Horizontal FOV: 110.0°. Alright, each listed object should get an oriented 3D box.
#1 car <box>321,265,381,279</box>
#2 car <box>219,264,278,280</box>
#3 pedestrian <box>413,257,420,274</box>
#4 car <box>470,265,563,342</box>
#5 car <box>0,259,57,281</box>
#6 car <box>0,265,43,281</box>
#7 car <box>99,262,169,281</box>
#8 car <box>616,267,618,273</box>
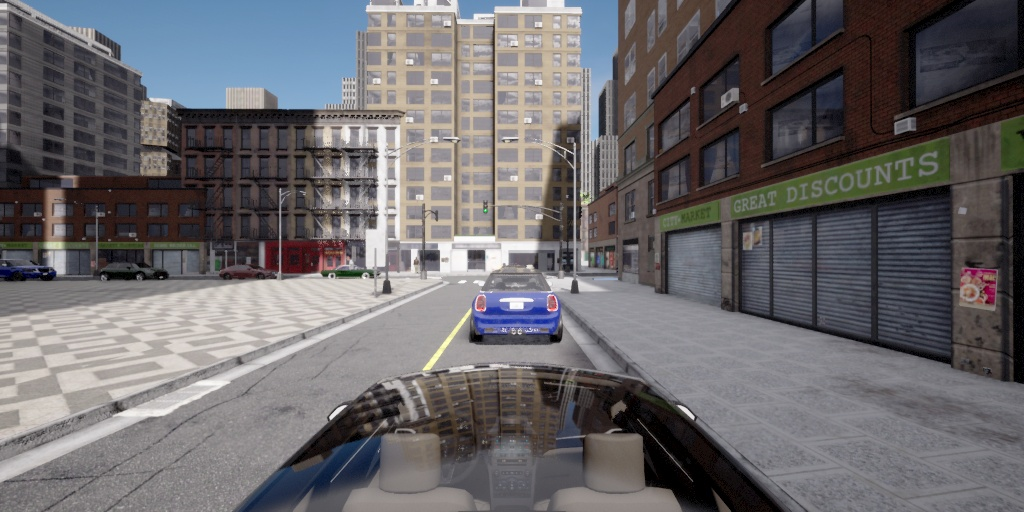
[{"bbox_3d":[-14.235,1.442,31.926,4.718,1.301,1.895,0,0,-1],"label":"car"},{"bbox_3d":[-23.305,1.433,31.818,4.674,1.442,1.812,0,0,-1],"label":"car"},{"bbox_3d":[-10.204,0.969,38.220,0.375,1.860,0.375,0,0,-1],"label":"pedestrian"},{"bbox_3d":[0.095,1.101,9.941,2.097,1.767,4.553,0,0,0],"label":"car"},{"bbox_3d":[-43.875,1.256,31.562,5.566,2.045,2.150,0,0,0],"label":"car"},{"bbox_3d":[-48.764,1.633,34.650,4.181,1.385,1.994,0,0,-1],"label":"car"},{"bbox_3d":[-33.254,1.324,31.670,4.553,1.767,2.097,0,0,-1],"label":"car"},{"bbox_3d":[12.844,1.118,35.508,4.892,1.490,1.837,-1,0,-1],"label":"car"}]
